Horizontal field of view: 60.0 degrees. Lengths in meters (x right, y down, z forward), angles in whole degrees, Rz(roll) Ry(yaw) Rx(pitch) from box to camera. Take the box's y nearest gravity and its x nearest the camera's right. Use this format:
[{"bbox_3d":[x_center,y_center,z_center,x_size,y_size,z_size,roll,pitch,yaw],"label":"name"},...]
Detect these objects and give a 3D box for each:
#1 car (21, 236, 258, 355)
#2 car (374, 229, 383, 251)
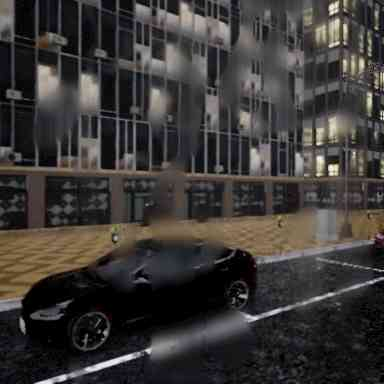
[{"bbox_3d":[-0.670,1.549,6.072,4.313,1.339,1.947,0,0,-35],"label":"car"},{"bbox_3d":[8.636,1.541,12.626,4.206,1.307,1.802,0,0,-35],"label":"car"}]
